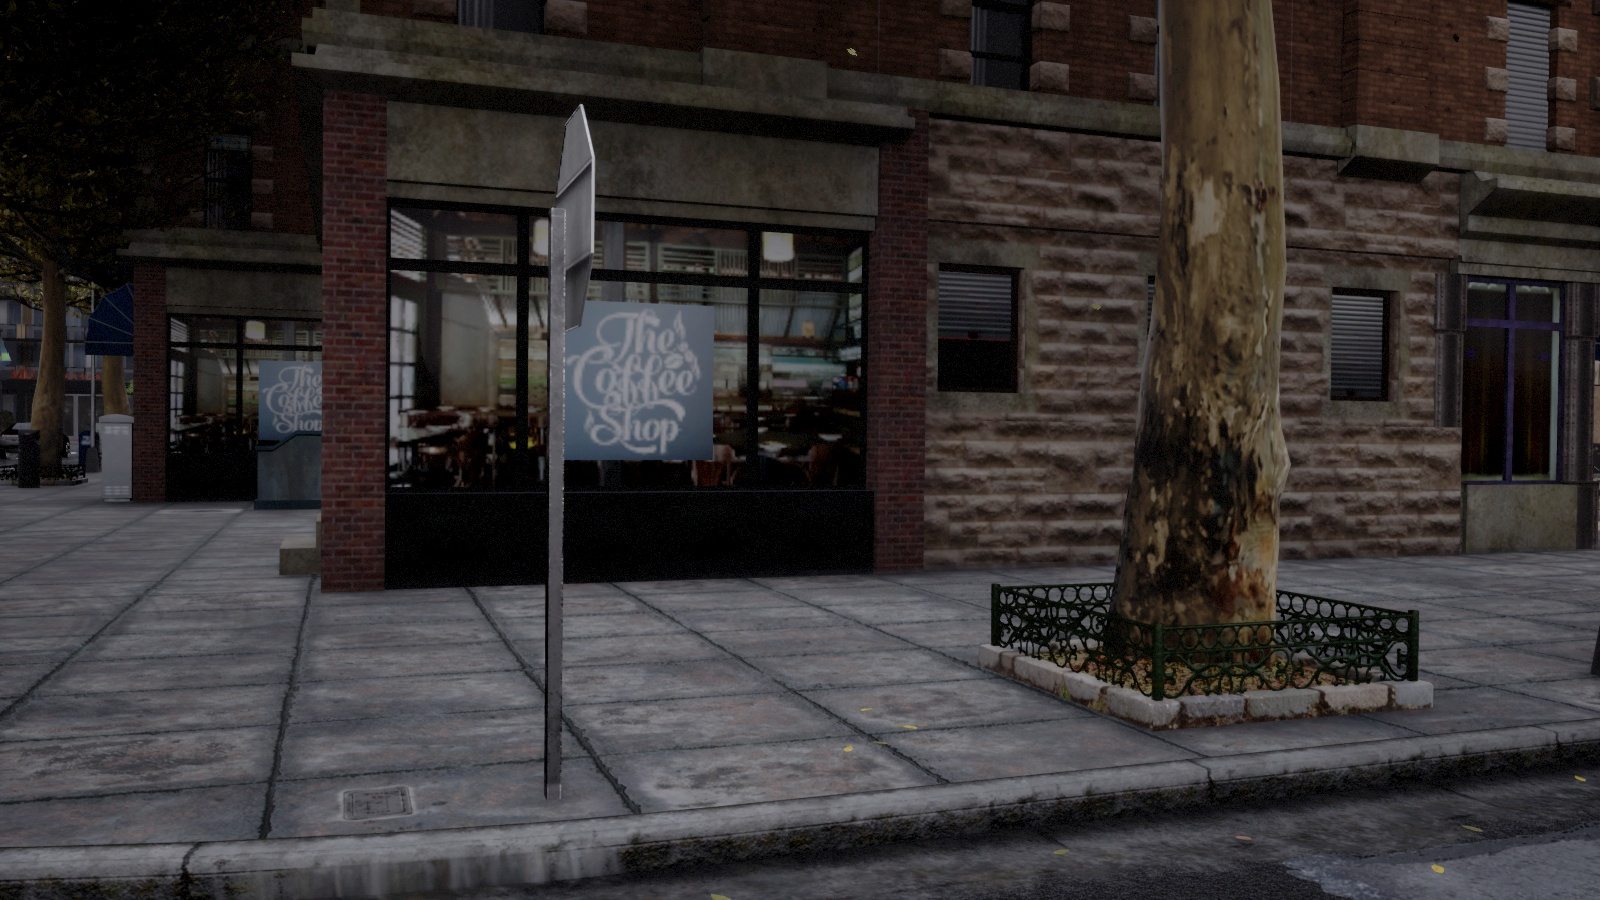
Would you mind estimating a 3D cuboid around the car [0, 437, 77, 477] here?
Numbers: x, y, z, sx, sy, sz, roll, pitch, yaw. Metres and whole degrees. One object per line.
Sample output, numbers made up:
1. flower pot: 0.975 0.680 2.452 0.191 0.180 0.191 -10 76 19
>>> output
1. car: -31.482 0.253 51.732 2.128 1.511 4.902 -1 1 -20
